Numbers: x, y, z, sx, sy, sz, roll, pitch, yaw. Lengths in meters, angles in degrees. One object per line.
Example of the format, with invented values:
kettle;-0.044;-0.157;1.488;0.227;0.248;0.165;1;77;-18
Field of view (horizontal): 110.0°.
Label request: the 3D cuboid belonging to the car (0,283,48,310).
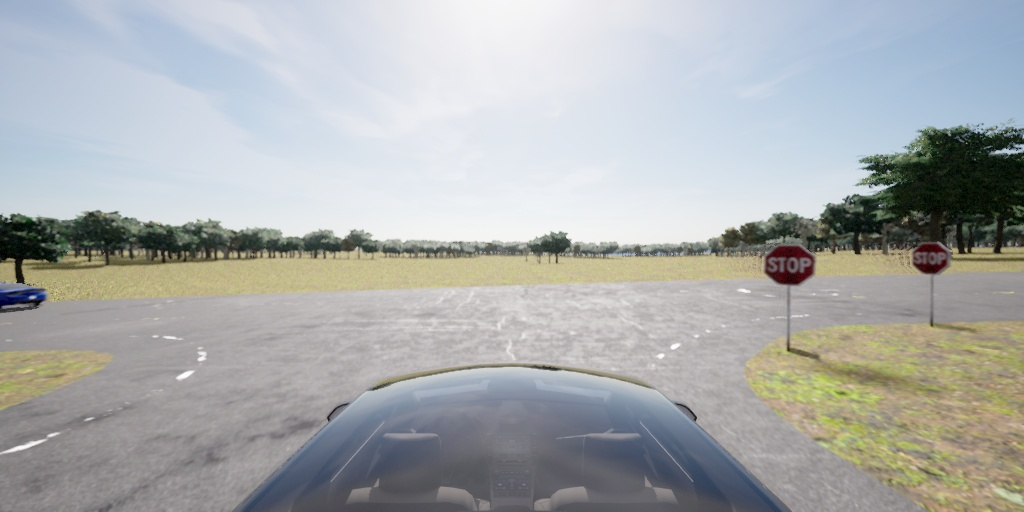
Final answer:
car;-30.253;2.337;20.795;5.008;1.535;1.882;-2;1;0
